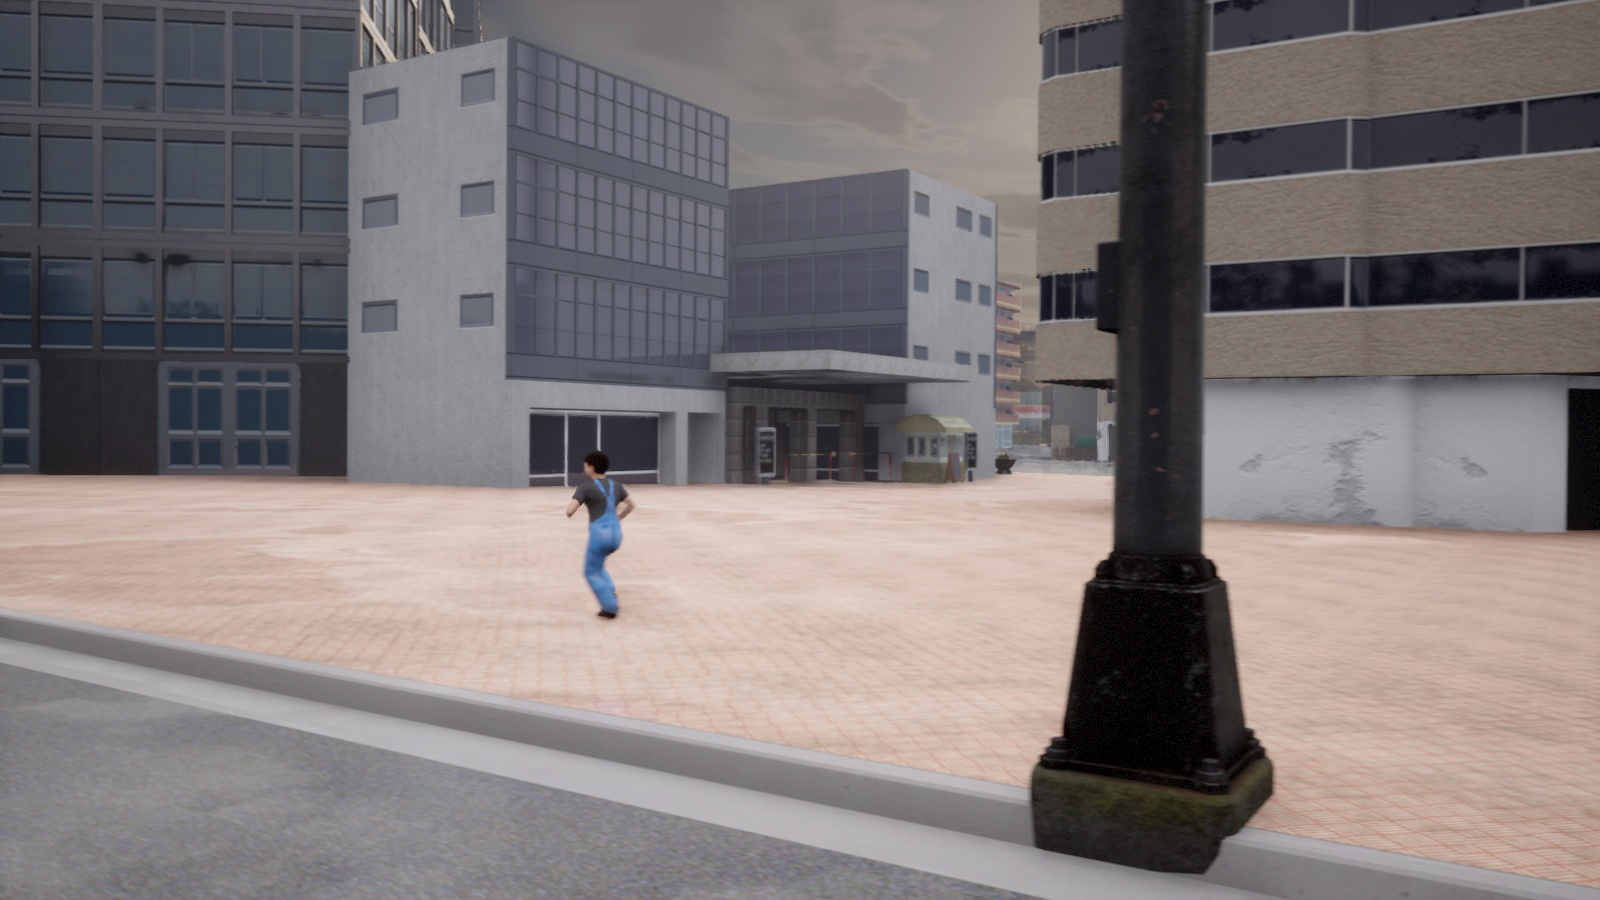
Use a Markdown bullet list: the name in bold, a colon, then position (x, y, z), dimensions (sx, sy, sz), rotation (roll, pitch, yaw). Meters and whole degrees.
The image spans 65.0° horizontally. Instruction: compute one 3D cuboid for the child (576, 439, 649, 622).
- **child**: position (-1.336, 0.559, 8.930), dimensions (0.437, 1.263, 0.270), rotation (0, 1, 37)
